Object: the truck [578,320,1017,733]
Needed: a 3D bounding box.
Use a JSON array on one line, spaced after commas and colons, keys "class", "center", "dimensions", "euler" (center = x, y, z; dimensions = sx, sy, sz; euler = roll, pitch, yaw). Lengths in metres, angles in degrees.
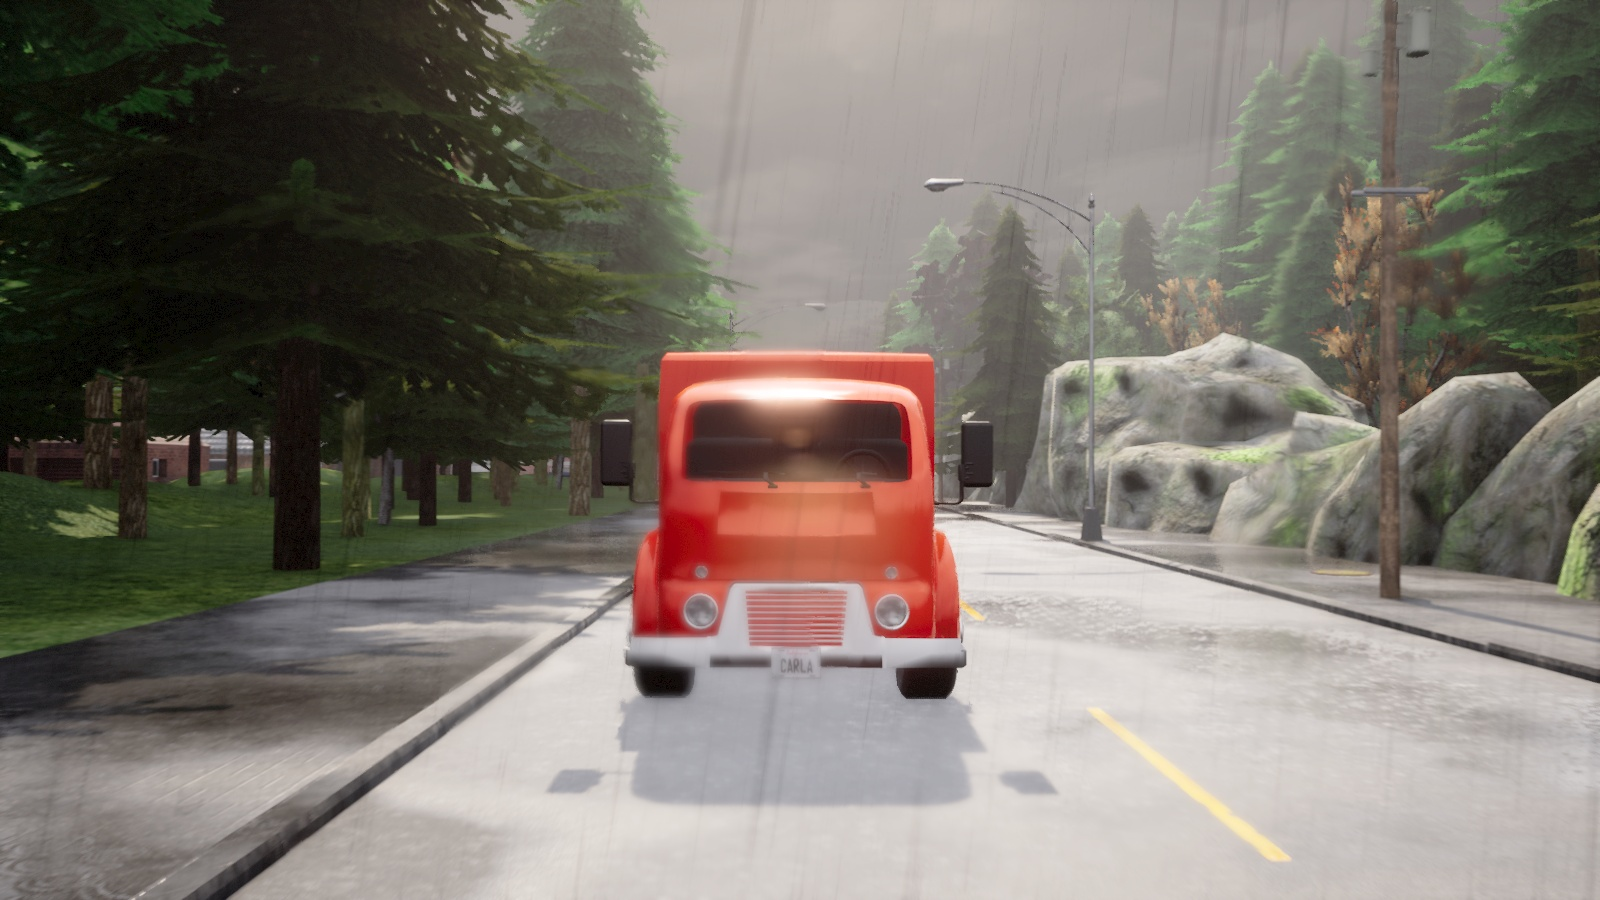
[{"class": "truck", "center": [-0.026, 0.497, 10.143], "dimensions": [2.627, 2.467, 5.204], "euler": [0, -1, 0]}]
